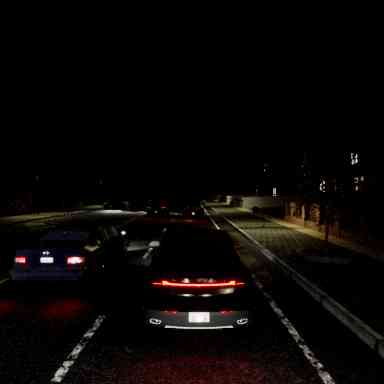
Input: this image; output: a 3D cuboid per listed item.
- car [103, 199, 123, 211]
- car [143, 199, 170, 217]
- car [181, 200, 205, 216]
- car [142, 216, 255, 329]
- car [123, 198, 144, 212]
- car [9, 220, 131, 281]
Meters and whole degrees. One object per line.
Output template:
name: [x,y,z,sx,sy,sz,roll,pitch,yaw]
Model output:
car: [-9.780,1.589,41.981,1.994,1.385,4.181,0,0,1]
car: [-3.160,1.540,31.494,1.812,1.442,4.674,0,0,0]
car: [0.100,1.518,29.787,1.837,1.490,4.892,0,0,0]
car: [0.099,1.507,7.076,1.837,1.490,4.892,0,0,0]
car: [-6.545,1.500,40.204,1.882,1.535,5.008,0,0,1]
car: [-3.191,1.550,9.851,2.033,1.411,5.357,0,0,0]
